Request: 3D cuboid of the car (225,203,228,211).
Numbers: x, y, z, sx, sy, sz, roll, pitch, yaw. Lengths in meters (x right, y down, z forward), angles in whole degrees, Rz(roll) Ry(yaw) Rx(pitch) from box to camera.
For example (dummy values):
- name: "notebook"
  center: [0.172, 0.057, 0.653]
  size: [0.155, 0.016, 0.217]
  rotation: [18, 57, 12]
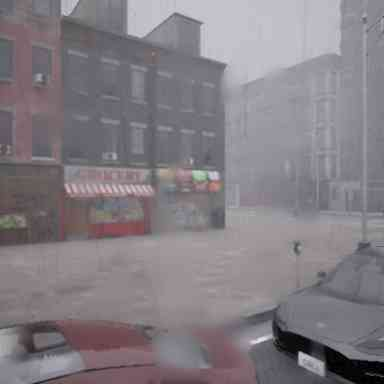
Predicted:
- name: "car"
  center: [2.538, 1.517, 42.921]
  size: [2.097, 1.767, 4.553]
  rotation: [0, 0, -35]

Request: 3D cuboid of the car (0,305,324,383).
- name: "car"
  center: [-1.314, 1.582, 1.875]
  size: [4.206, 1.307, 1.802]
  rotation: [0, 0, -36]

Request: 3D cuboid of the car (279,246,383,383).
- name: "car"
  center: [3.124, 1.581, 5.042]
  size: [4.313, 1.339, 1.947]
  rotation: [0, 0, -36]
